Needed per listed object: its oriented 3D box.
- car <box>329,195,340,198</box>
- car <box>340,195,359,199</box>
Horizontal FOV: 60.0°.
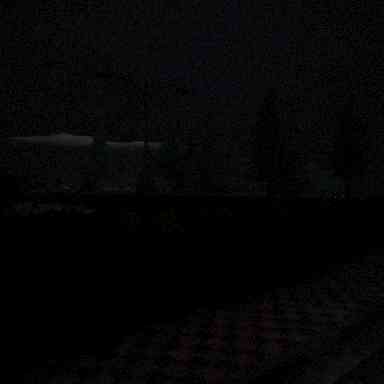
[{"bbox_3d":[35.272,1.435,81.964,1.837,1.490,4.892,0,0,5],"label":"car"},{"bbox_3d":[34.422,1.358,71.993,2.097,1.767,4.553,0,0,5],"label":"car"}]
